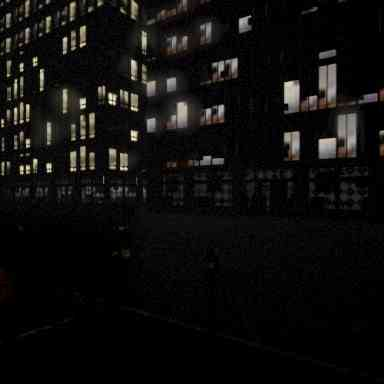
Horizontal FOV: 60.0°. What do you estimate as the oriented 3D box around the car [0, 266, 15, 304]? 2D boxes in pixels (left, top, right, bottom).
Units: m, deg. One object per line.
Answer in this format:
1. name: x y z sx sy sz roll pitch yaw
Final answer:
1. car: -5.498 1.548 6.809 4.829 1.417 1.752 0 0 36
